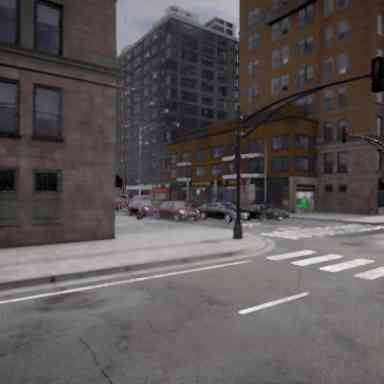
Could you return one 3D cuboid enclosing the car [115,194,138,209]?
[{"bbox_3d":[-9.364,1.257,42.105,2.150,2.045,5.566,0,0,-35],"label":"car"}]

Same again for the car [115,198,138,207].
[{"bbox_3d":[-10.526,1.626,53.177,2.008,1.369,4.403,0,0,-35],"label":"car"}]

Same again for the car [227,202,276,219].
[{"bbox_3d":[5.444,1.632,30.722,1.947,1.339,4.313,0,0,-35],"label":"car"}]

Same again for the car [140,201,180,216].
[{"bbox_3d":[-3.316,1.633,33.568,1.895,1.301,4.718,0,0,-35],"label":"car"}]

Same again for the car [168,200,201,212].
[{"bbox_3d":[-0.945,1.648,39.705,1.802,1.307,4.206,0,0,-35],"label":"car"}]

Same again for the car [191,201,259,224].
[{"bbox_3d":[2.386,1.524,25.554,2.128,1.511,4.902,0,0,-35],"label":"car"}]

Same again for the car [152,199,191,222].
[{"bbox_3d":[-1.096,1.457,26.072,1.967,1.590,4.097,0,0,-35],"label":"car"}]

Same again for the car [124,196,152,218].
[{"bbox_3d":[-4.290,1.457,30.563,1.967,1.590,4.097,0,0,-35],"label":"car"}]

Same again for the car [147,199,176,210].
[{"bbox_3d":[-4.138,1.634,44.196,1.947,1.339,4.313,0,0,-35],"label":"car"}]

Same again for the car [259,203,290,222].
[{"bbox_3d":[5.326,1.652,26.562,1.895,1.301,4.718,0,0,-36],"label":"car"}]

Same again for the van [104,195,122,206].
[{"bbox_3d":[-13.718,1.421,57.669,1.690,1.788,3.998,0,0,-35],"label":"van"}]

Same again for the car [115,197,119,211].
[{"bbox_3d":[-10.678,1.601,39.545,1.802,1.307,4.206,0,0,-35],"label":"car"}]
